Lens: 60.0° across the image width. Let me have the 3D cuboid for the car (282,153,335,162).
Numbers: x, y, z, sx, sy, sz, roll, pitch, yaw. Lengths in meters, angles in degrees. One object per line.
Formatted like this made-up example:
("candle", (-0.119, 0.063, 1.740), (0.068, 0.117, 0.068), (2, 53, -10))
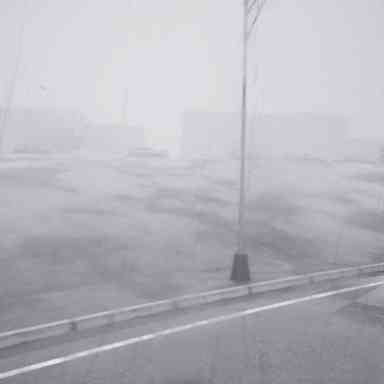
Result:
("car", (11.896, -3.272, 35.122), (4.892, 1.521, 2.231), (1, -3, -2))

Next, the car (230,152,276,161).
("car", (6.383, -3.405, 34.891), (4.892, 1.521, 2.231), (1, -3, -2))

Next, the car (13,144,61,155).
("car", (-15.702, -4.013, 34.004), (4.553, 1.767, 2.185), (1, -3, -2))

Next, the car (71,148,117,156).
("car", (-10.035, -3.725, 34.226), (4.674, 1.452, 2.002), (1, -3, -2))

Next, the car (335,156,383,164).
("car", (17.431, -3.075, 35.456), (4.674, 1.452, 2.002), (2, -3, -4))

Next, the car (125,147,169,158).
("car", (-4.544, -3.771, 34.455), (4.553, 1.767, 2.185), (1, -3, -2))

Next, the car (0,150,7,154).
("car", (-21.217, -4.128, 33.780), (4.553, 1.767, 2.185), (1, -3, -2))
